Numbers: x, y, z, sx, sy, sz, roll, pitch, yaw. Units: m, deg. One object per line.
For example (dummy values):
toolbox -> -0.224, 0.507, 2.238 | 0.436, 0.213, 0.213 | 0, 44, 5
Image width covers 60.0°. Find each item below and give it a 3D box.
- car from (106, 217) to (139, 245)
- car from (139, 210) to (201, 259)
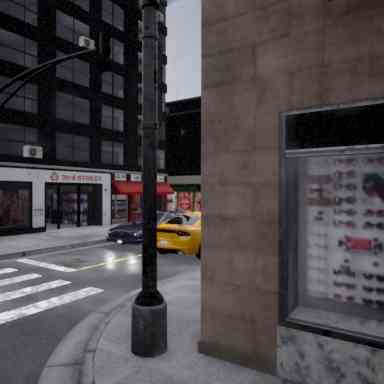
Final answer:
car -> -1.372, 1.564, 15.272 | 2.033, 1.411, 5.357 | 0, 0, 33
car -> 0.461, 1.501, 12.875 | 1.882, 1.535, 5.008 | 0, 0, 33
